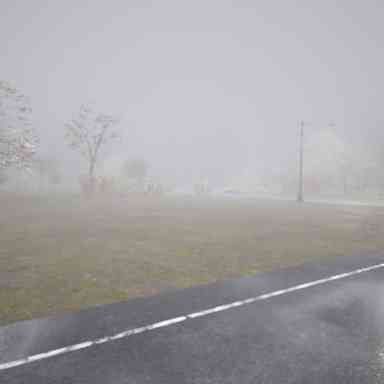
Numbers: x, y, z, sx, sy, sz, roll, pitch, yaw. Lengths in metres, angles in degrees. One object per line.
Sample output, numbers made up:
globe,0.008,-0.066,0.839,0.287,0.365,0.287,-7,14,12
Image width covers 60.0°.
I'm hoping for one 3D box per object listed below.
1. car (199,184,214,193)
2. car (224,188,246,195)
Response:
car,2.567,-0.897,74.514,2.150,2.045,5.566,0,2,-36
car,8.419,-0.103,66.418,1.895,1.301,4.718,0,2,-36
